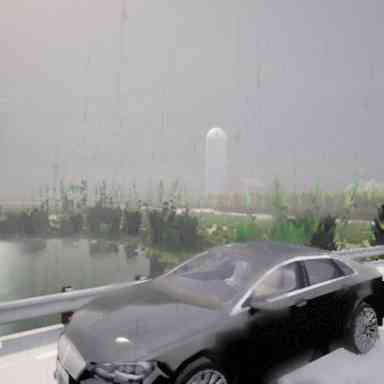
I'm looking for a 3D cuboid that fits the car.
[{"bbox_3d":[0.777,1.504,4.559,4.902,1.511,2.128,1,0,-36],"label":"car"}]
